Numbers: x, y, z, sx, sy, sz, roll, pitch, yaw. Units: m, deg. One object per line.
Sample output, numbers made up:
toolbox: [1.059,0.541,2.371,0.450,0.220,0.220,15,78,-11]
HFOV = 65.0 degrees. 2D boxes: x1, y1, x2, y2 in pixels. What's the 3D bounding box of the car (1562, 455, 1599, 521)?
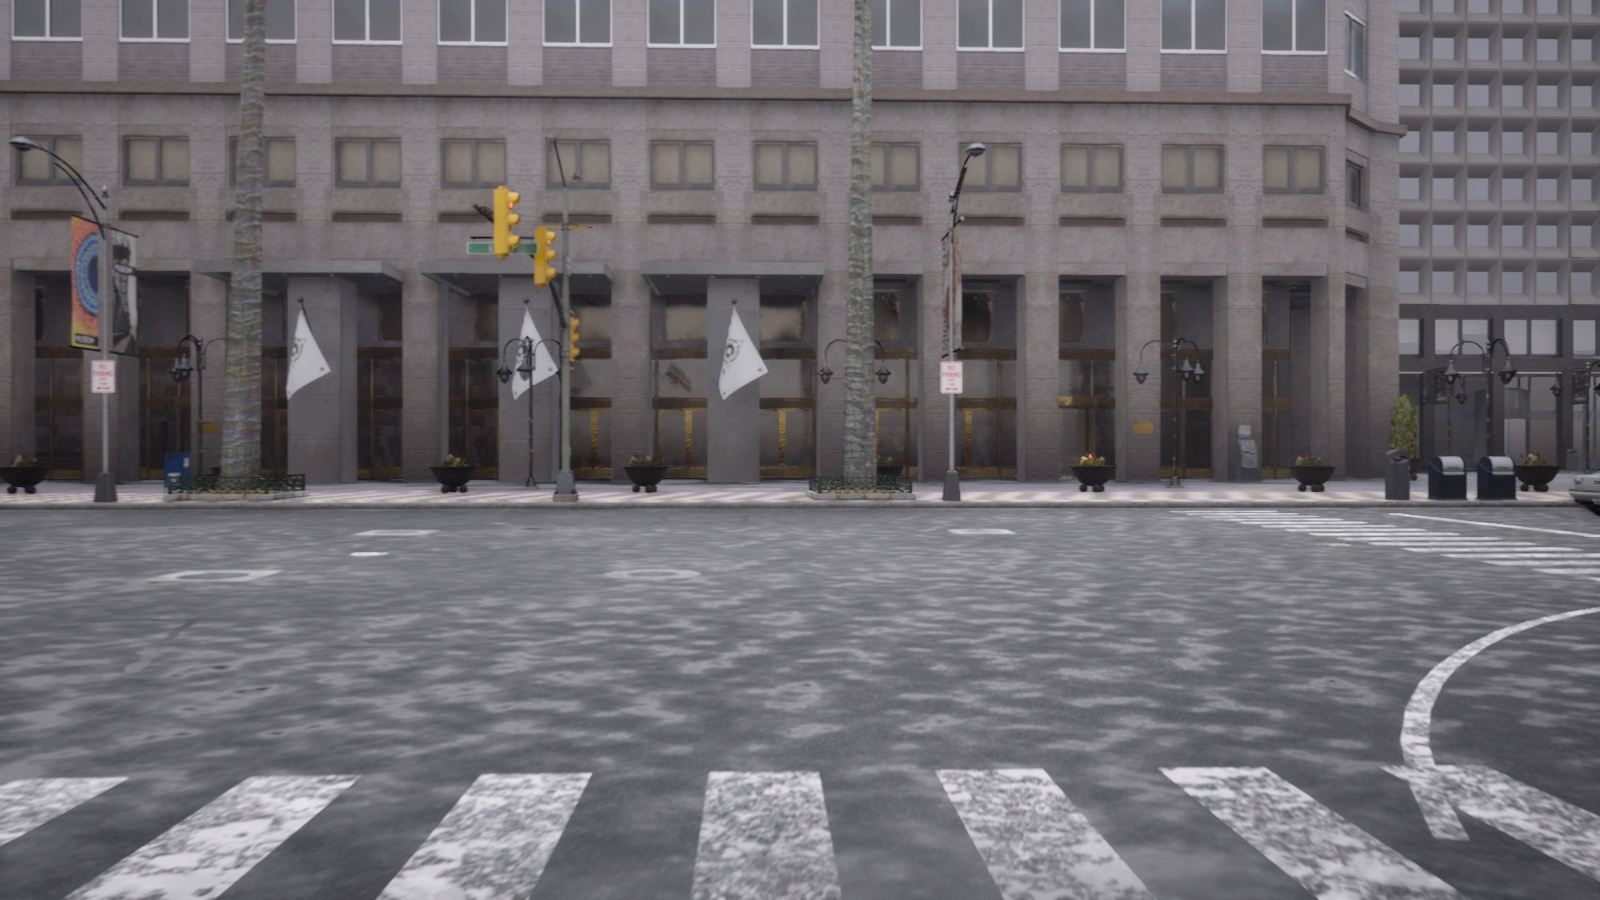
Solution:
car: [18.367,0.767,25.460,4.718,1.301,1.895,0,0,-1]
